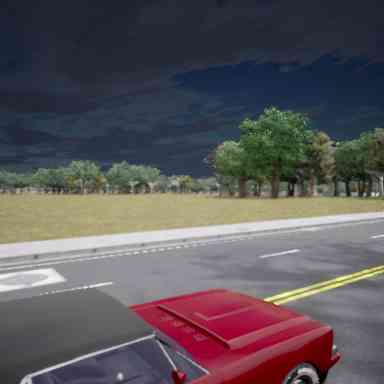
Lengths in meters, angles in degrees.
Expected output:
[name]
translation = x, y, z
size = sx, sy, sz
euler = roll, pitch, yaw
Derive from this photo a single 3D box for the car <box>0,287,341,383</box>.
[car]
translation = -0.776, 1.594, 2.886
size = 4.718, 1.301, 1.895
euler = -1, 0, -36
